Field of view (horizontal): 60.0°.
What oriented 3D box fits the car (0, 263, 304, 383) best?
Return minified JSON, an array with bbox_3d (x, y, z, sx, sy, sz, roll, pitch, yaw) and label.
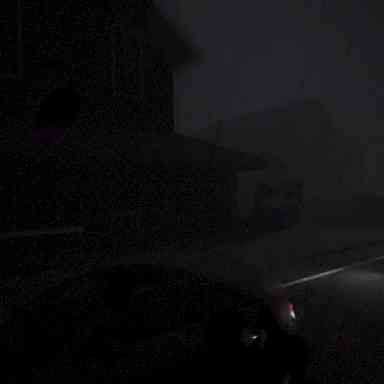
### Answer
[{"bbox_3d":[-0.759,1.539,3.440,4.181,1.385,1.994,-2,1,-36],"label":"car"}]
